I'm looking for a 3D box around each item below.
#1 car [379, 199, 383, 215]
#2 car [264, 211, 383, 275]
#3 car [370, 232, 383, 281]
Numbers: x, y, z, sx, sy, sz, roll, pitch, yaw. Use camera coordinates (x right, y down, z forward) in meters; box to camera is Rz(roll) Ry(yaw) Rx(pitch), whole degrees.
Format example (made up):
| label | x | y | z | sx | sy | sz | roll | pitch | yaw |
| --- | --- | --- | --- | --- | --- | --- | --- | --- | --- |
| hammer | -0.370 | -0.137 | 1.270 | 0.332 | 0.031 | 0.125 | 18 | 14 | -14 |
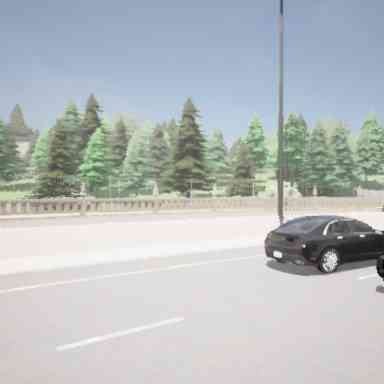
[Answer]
| label | x | y | z | sx | sy | sz | roll | pitch | yaw |
| --- | --- | --- | --- | --- | --- | --- | --- | --- | --- |
| car | 21.072 | 1.449 | 32.563 | 5.008 | 1.535 | 1.882 | 0 | 0 | -16 |
| car | 4.477 | 1.484 | 10.406 | 4.892 | 1.490 | 1.837 | 0 | 0 | -30 |
| car | 6.437 | 1.599 | 7.556 | 4.718 | 1.301 | 1.895 | 0 | 0 | -29 |
